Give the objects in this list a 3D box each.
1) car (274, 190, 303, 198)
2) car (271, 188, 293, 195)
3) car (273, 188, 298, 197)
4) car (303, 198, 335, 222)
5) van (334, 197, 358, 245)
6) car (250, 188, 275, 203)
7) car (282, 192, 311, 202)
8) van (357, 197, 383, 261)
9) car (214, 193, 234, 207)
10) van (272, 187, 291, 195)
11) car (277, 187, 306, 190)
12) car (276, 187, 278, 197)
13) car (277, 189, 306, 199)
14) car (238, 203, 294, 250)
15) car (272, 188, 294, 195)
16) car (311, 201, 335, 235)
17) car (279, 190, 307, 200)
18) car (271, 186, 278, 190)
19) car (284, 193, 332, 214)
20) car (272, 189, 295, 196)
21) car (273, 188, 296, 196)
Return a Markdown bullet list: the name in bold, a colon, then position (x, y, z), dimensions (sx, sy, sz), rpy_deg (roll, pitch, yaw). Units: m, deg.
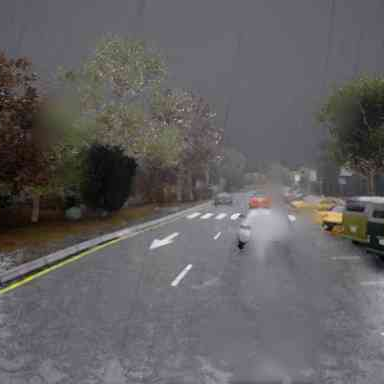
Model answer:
- **car**: position (18.223, 0.379, 62.750), dimensions (4.792, 1.488, 2.163), rpy_deg (1, 2, -8)
- **car**: position (22.515, -0.066, 83.340), dimensions (5.008, 1.535, 2.097), rpy_deg (1, 1, -8)
- **car**: position (20.057, 0.041, 71.572), dimensions (4.553, 1.767, 2.185), rpy_deg (1, 1, -8)
- **car**: position (9.396, 1.346, 18.681), dimensions (5.366, 1.575, 1.946), rpy_deg (1, 1, -9)
- **van**: position (8.182, 1.190, 12.787), dimensions (4.442, 1.987, 1.878), rpy_deg (1, 1, -9)
- **car**: position (6.975, 0.825, 33.850), dimensions (2.097, 1.767, 4.553), rpy_deg (1, 1, 11)
- **car**: position (11.401, 1.073, 30.400), dimensions (5.366, 1.575, 1.946), rpy_deg (1, 2, -9)
- **van**: position (7.607, 1.219, 9.842), dimensions (4.442, 1.987, 1.878), rpy_deg (1, 1, -9)
- **car**: position (3.674, 0.853, 37.895), dimensions (1.837, 1.490, 4.892), rpy_deg (1, 1, 12)
- **van**: position (23.247, -0.347, 86.293), dimensions (4.442, 1.987, 1.878), rpy_deg (1, 1, -8)
- **car**: position (15.236, 0.545, 48.060), dimensions (4.553, 1.767, 2.185), rpy_deg (1, 2, -8)
- **car**: position (15.845, 0.479, 50.998), dimensions (4.553, 1.767, 2.185), rpy_deg (1, 2, -8)
- **car**: position (14.564, 0.766, 45.119), dimensions (4.792, 1.488, 2.163), rpy_deg (1, 2, -8)
- **car**: position (2.910, 1.390, 13.722), dimensions (1.812, 1.442, 4.674), rpy_deg (1, 1, 11)
- **car**: position (21.951, -0.133, 80.388), dimensions (4.553, 1.767, 2.185), rpy_deg (1, 2, -8)
- **car**: position (8.642, 1.384, 15.703), dimensions (5.008, 1.535, 2.097), rpy_deg (1, 1, -9)
- **car**: position (13.990, 0.845, 42.184), dimensions (4.674, 1.452, 2.002), rpy_deg (1, 2, -8)
- **car**: position (17.018, 0.224, 56.852), dimensions (5.566, 2.045, 2.435), rpy_deg (1, 2, -8)
- **car**: position (10.806, 1.142, 27.459), dimensions (5.366, 1.575, 1.946), rpy_deg (1, 2, -9)
- **car**: position (21.308, 0.090, 77.453), dimensions (4.674, 1.452, 2.002), rpy_deg (1, 2, -8)
- **car**: position (20.667, -0.018, 74.510), dimensions (4.553, 1.767, 2.185), rpy_deg (1, 1, -8)
